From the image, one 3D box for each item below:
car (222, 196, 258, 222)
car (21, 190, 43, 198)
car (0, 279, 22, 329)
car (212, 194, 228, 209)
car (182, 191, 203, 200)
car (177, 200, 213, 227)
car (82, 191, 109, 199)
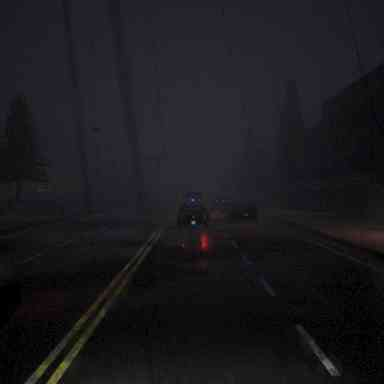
[{"bbox_3d":[3.561,1.300,24.312,1.882,1.535,5.008,0,1,0],"label":"car"},{"bbox_3d":[-38.953,0.812,80.446,3.806,1.475,1.970,0,0,0],"label":"car"},{"bbox_3d":[-3.568,1.579,2.919,1.895,1.301,4.718,0,0,0],"label":"car"},{"bbox_3d":[3.530,1.064,39.639,2.097,1.767,4.553,0,0,0],"label":"car"},{"bbox_3d":[0.061,0.945,37.997,2.150,2.045,5.566,0,0,0],"label":"car"},{"bbox_3d":[0.080,1.447,21.184,1.895,1.301,4.718,0,0,0],"label":"car"},{"bbox_3d":[-21.538,0.610,74.849,4.605,1.855,1.932,0,0,0],"label":"car"}]
